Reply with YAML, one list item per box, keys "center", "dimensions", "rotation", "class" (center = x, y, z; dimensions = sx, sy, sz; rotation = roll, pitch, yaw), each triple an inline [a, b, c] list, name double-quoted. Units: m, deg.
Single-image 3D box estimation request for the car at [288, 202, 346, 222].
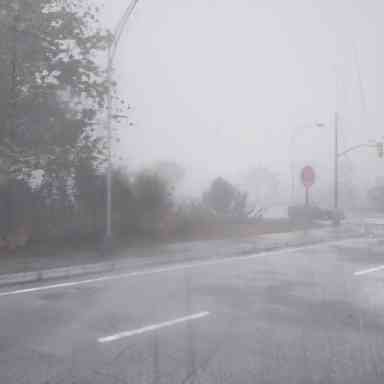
- center: [10.416, 1.633, 28.086]
  dimensions: [1.882, 1.535, 5.008]
  rotation: [0, 1, -32]
  class: "car"
